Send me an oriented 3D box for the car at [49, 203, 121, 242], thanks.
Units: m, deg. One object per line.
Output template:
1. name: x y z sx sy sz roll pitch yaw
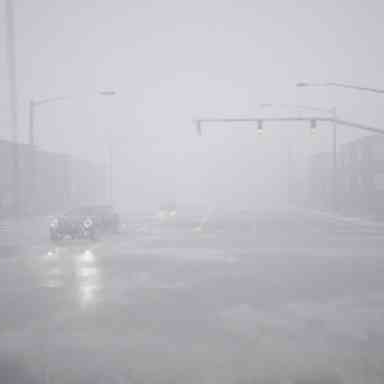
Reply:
1. car: -5.207 1.379 16.752 2.097 1.767 4.553 -1 0 6

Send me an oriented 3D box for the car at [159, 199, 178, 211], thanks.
1. car: -2.916 1.594 42.423 1.882 1.535 5.008 0 1 5
